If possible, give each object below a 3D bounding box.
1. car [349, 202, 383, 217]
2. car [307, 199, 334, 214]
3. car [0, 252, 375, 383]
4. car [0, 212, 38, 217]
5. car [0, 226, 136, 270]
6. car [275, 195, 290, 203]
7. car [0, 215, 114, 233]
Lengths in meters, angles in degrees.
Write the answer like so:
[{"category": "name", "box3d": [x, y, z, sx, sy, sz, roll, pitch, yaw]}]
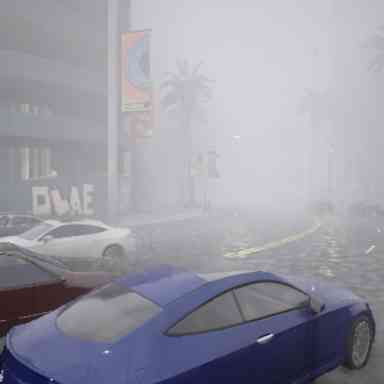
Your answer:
[{"category": "car", "box3d": [16.421, 1.585, 31.532, 1.895, 1.301, 4.718, 0, 0, 10]}, {"category": "car", "box3d": [13.245, 1.485, 34.508, 1.837, 1.490, 4.892, 1, 0, 7]}, {"category": "car", "box3d": [0.348, 1.523, 3.913, 4.674, 1.442, 1.812, 0, 0, -38]}, {"category": "car", "box3d": [-6.823, 1.478, 11.701, 4.902, 1.511, 2.128, 0, 0, -39]}, {"category": "car", "box3d": [-3.345, 1.541, 5.238, 5.357, 1.411, 2.033, 0, 0, -36]}, {"category": "car", "box3d": [18.161, 1.437, 67.071, 2.231, 1.521, 4.892, 0, 0, -4]}, {"category": "car", "box3d": [-3.864, 1.516, 9.607, 4.674, 1.442, 1.812, 0, 0, -41]}]
